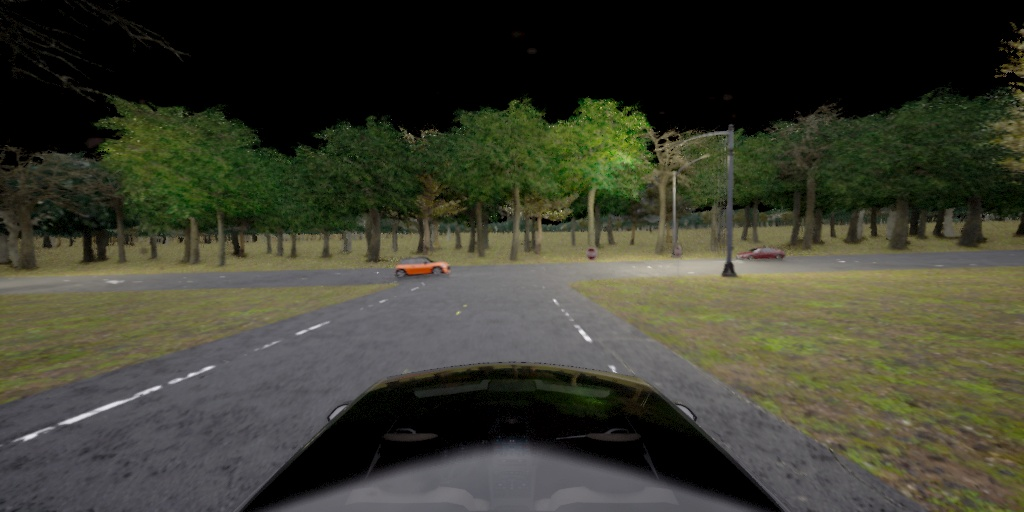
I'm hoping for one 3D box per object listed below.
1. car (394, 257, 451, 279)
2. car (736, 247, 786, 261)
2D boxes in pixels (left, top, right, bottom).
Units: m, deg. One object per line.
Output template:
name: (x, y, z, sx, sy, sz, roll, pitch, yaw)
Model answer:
car: (-7.640, 0.883, 30.773, 4.553, 1.767, 2.097, -4, 2, 0)
car: (26.214, -0.214, 37.823, 4.674, 1.442, 1.812, -3, 4, 0)
